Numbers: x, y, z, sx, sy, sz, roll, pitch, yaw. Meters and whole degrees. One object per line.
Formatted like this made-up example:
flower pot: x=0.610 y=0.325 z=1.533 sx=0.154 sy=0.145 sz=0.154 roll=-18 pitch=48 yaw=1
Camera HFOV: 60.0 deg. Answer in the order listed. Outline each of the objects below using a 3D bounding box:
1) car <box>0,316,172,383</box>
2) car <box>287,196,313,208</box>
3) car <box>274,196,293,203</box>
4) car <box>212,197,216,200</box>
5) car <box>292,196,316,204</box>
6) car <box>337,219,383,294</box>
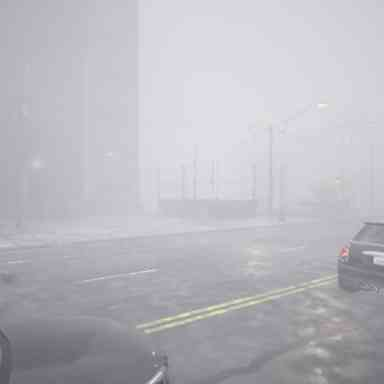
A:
car: x=-2.306 y=1.525 z=2.115 sx=4.674 sy=1.442 sz=1.812 roll=0 pitch=0 yaw=-35
car: x=14.931 y=1.286 z=45.840 sx=4.553 sy=1.767 sz=2.185 roll=0 pitch=0 yaw=-36
car: x=18.940 y=1.497 z=68.901 sx=3.806 sy=1.475 sz=1.970 roll=0 pitch=0 yaw=-36
car: x=4.199 y=1.606 z=60.416 sx=4.718 sy=1.301 sz=1.895 roll=0 pitch=0 yaw=-36
car: x=21.846 y=1.465 z=64.899 sx=4.674 sy=1.452 sz=2.002 roll=0 pitch=0 yaw=-36
car: x=5.398 y=1.358 z=7.638 sx=4.553 sy=1.767 sz=2.097 roll=0 pitch=0 yaw=-35
